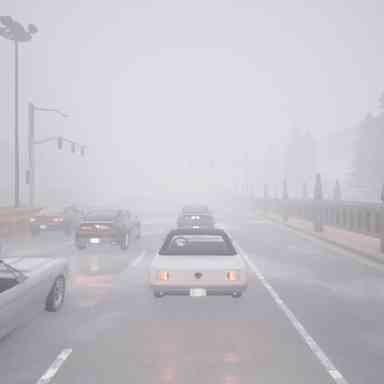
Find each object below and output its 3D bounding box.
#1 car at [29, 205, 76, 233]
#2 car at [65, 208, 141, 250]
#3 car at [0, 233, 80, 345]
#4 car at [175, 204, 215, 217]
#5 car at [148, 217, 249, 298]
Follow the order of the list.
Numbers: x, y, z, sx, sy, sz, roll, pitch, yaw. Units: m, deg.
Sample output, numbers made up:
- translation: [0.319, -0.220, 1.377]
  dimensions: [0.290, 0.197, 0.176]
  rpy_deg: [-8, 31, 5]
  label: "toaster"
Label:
- translation: [-6.843, 1.406, 17.518]
  dimensions: [1.812, 1.442, 4.674]
  rpy_deg: [0, 0, -1]
  label: "car"
- translation: [-3.337, 1.412, 13.889]
  dimensions: [1.837, 1.490, 4.892]
  rpy_deg: [0, 0, 0]
  label: "car"
- translation: [-3.385, 1.576, 4.663]
  dimensions: [1.895, 1.301, 4.718]
  rpy_deg: [0, 0, 0]
  label: "car"
- translation: [0.187, 1.385, 17.612]
  dimensions: [1.837, 1.490, 4.892]
  rpy_deg: [0, 0, 0]
  label: "car"
- translation: [0.131, 1.549, 8.352]
  dimensions: [1.895, 1.301, 4.718]
  rpy_deg: [0, 0, 0]
  label: "car"
